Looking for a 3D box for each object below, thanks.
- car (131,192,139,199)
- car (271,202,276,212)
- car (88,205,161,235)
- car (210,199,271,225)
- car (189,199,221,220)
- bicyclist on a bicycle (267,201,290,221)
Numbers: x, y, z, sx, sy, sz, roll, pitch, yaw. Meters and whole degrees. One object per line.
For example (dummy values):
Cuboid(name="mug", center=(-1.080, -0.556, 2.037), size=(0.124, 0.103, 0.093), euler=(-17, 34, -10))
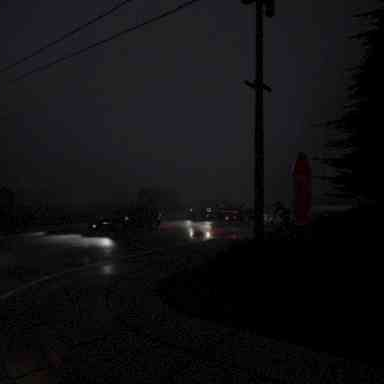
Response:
Cuboid(name="car", center=(-14.849, 1.088, 87.123), size=(3.866, 1.878, 1.905), euler=(-2, 6, -11))
Cuboid(name="car", center=(7.787, 1.566, 37.225), size=(2.033, 1.411, 5.357), euler=(0, 0, 33))
Cuboid(name="car", center=(-3.744, 1.525, 19.273), size=(1.837, 1.490, 4.892), euler=(0, 0, 33))
Cuboid(name="car", center=(3.634, 1.515, 23.964), size=(2.128, 1.511, 4.902), euler=(0, 0, 33))
Cuboid(name="car", center=(1.653, 1.372, 27.681), size=(2.097, 1.767, 4.553), euler=(0, 0, 33))
Cuboid(name="bicyclist on a bicycle", center=(5.100, 1.329, 19.200), size=(1.656, 1.620, 0.582), euler=(0, 0, 33))
